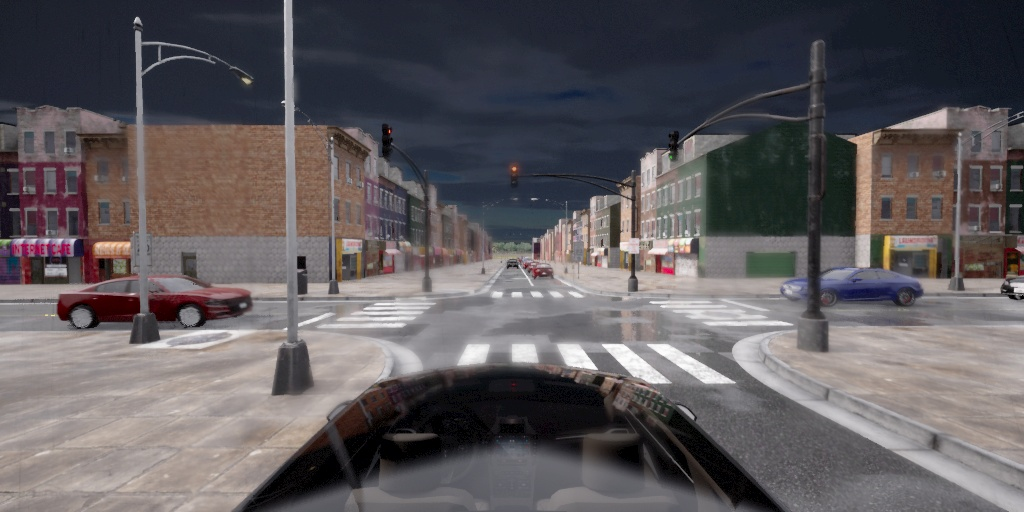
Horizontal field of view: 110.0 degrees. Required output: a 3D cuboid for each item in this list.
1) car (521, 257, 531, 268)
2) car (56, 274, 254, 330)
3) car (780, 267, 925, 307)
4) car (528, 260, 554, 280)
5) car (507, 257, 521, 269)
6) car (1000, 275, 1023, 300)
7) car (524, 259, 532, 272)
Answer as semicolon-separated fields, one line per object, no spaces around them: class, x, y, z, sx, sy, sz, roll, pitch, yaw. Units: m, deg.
car;2.737;1.293;53.811;1.888;1.381;4.507;0;0;0
car;-10.961;1.328;11.251;5.008;1.535;1.882;-1;1;-1
car;13.298;1.160;14.130;4.674;1.442;1.812;0;1;1
car;2.694;1.292;31.681;1.888;1.381;4.507;0;0;0
car;0.106;1.253;56.428;1.837;1.490;4.892;0;0;0
car;22.459;1.087;14.088;4.902;1.511;2.128;0;1;0
car;2.716;1.329;42.746;1.802;1.307;4.207;0;0;0
